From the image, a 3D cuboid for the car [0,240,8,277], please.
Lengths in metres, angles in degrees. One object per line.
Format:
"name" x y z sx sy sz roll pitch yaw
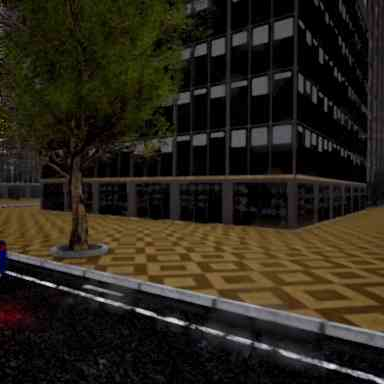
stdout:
"car" -6.613 1.443 8.385 5.008 1.535 1.882 0 0 35
